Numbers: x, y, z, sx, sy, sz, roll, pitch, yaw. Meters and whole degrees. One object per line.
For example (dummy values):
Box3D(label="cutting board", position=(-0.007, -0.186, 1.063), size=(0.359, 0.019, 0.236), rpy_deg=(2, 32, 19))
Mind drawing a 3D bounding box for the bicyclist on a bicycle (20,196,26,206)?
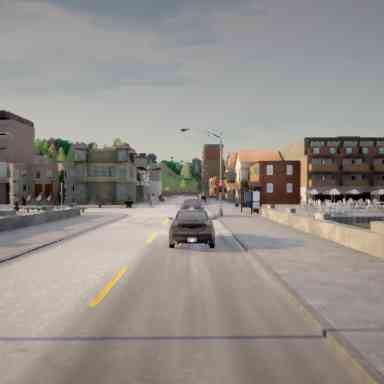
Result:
Box3D(label="bicyclist on a bicycle", position=(-24.018, 1.347, 47.253), size=(0.582, 1.620, 1.656), rpy_deg=(0, 0, 0))

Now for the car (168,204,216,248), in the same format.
Box3D(label="car", position=(0.000, 1.515, 14.650), size=(1.837, 1.490, 4.892), rpy_deg=(0, 0, 0))

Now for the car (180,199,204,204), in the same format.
Box3D(label="car", position=(0.000, 1.365, 29.620), size=(2.097, 1.767, 4.553), rpy_deg=(0, 0, 0))
